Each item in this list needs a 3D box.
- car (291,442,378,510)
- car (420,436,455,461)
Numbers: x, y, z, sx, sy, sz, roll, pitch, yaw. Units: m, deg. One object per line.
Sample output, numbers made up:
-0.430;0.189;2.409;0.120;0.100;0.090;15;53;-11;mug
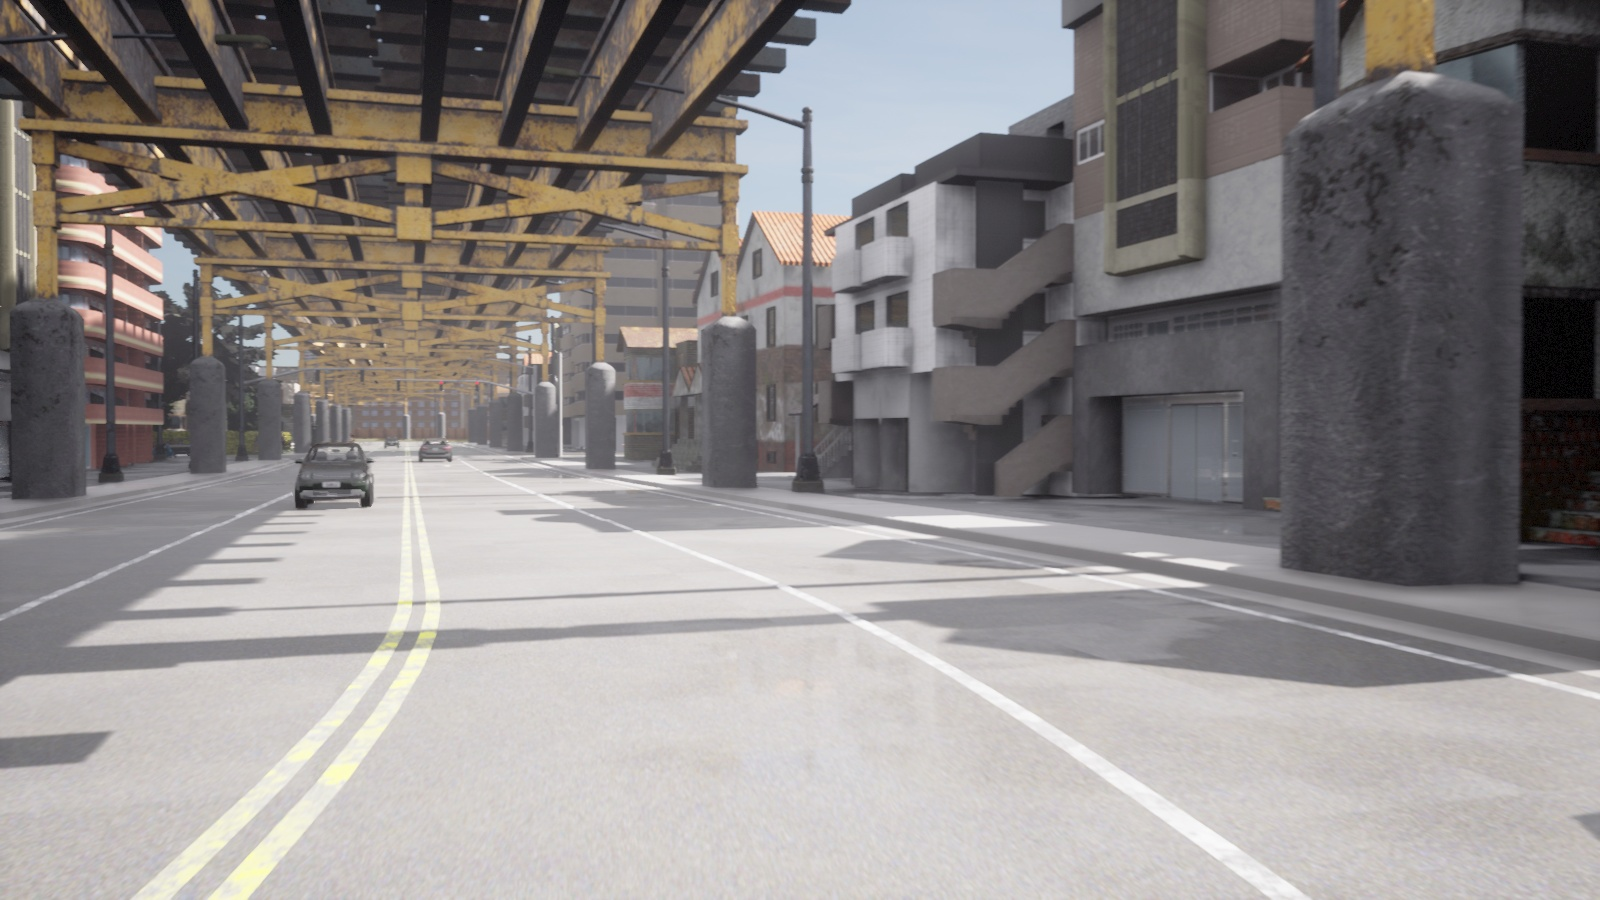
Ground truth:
-11.194;0.580;30.393;1.789;1.549;3.705;0;0;-17;car
-24.948;-0.148;86.321;2.242;1.667;4.611;0;1;-17;car
